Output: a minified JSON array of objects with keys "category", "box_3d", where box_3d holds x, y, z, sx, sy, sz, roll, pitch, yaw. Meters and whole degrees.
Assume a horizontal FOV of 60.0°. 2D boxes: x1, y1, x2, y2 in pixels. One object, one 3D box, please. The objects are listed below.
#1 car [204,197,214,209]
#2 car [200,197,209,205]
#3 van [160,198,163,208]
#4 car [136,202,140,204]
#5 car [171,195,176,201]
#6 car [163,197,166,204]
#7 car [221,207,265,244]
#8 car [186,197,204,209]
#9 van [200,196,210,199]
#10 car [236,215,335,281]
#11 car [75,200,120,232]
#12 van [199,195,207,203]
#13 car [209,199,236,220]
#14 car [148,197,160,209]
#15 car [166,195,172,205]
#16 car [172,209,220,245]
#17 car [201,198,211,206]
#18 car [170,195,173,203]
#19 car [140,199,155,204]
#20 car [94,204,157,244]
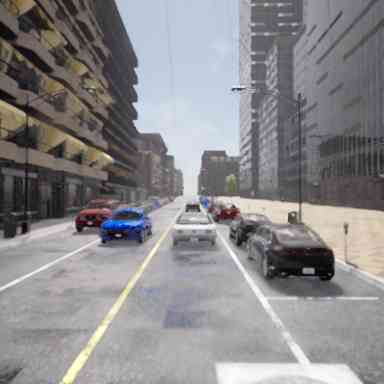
[{"category":"car","box_3d":[2.706,1.638,37.716,1.967,1.590,4.097,1,0,0]},{"category":"car","box_3d":[2.706,1.905,71.302,1.752,1.417,4.829,1,0,0]},{"category":"van","box_3d":[-5.672,1.599,48.858,1.690,1.788,3.998,1,0,0]},{"category":"car","box_3d":[-5.677,1.684,26.577,1.887,1.381,4.507,1,0,0]},{"category":"car","box_3d":[-5.670,1.755,82.275,2.192,1.841,5.009,1,0,0]},{"category":"car","box_3d":[-5.675,1.813,54.256,1.752,1.417,4.829,1,0,0]},{"category":"car","box_3d":[2.703,1.632,15.436,2.008,1.369,4.403,1,0,0]},{"category":"car","box_3d":[0.104,1.771,42.474,2.033,1.411,5.357,0,0,0]},{"category":"van","box_3d":[2.708,1.630,54.426,1.690,1.788,3.998,1,0,0]},{"category":"car","box_3d":[2.703,1.603,9.868,2.008,1.369,4.403,1,0,0]},{"category":"car","box_3d":[-5.673,1.425,21.009,2.192,1.841,5.009,1,0,0]},{"category":"van","box_3d":[2.709,1.781,82.274,1.690,1.788,3.998,1,0,0]},{"category":"car","box_3d":[2.705,1.579,26.576,1.967,1.590,4.097,1,0,0]},{"category":"car","box_3d":[-5.676,1.779,43.286,2.008,1.369,4.403,1,0,0]},{"category":"car","box_3d":[-5.675,1.899,65.564,2.008,1.369,4.403,1,0,0]},{"category":"car","box_3d":[0.102,1.684,15.940,1.895,1.301,4.718,0,0,0]},{"category":"car","box_3d":[2.705,1.931,65.563,1.802,1.307,4.206,1,0,0]},{"category":"car","box_3d":[-5.674,1.903,70.965,1.752,1.417,4.829,1,0,0]},{"category":"car","box_3d":[-5.676,1.764,37.717,1.947,1.339,4.313,1,0,0]},{"category":"car","box_3d":[-3.081,1.564,16.477,1.882,1.535,5.008,0,0,0]}]
